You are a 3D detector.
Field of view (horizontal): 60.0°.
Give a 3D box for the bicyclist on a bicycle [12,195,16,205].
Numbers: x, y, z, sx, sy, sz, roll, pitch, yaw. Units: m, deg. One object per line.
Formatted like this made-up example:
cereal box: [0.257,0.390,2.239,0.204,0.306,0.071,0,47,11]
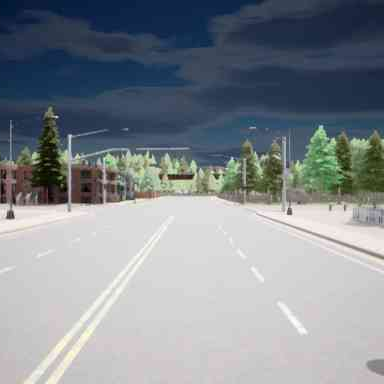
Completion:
bicyclist on a bicycle: [-28.820,1.276,53.762,0.582,1.620,1.656,0,0,-1]
